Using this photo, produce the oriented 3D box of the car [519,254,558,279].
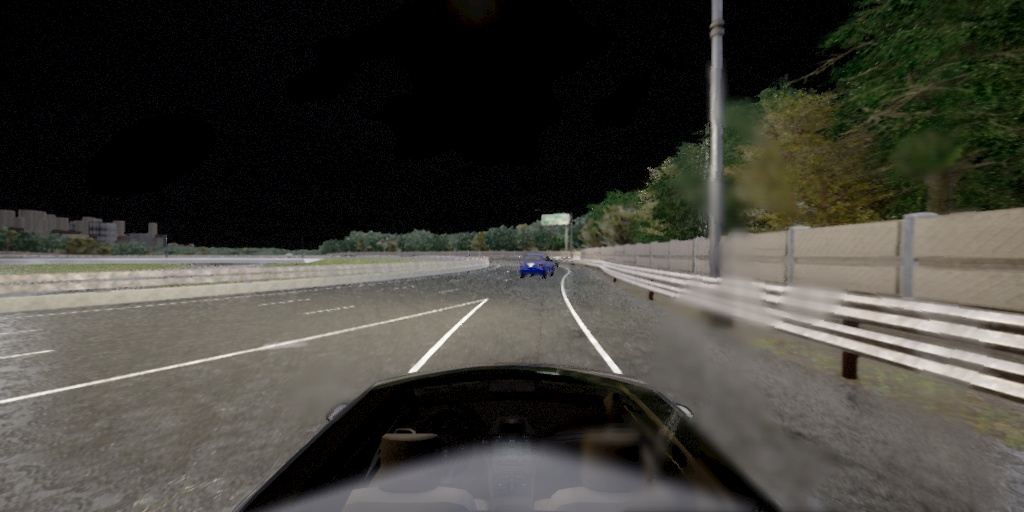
[{"bbox_3d":[2.204,0.852,30.632,2.150,2.045,5.566,0,0,16],"label":"car"}]
